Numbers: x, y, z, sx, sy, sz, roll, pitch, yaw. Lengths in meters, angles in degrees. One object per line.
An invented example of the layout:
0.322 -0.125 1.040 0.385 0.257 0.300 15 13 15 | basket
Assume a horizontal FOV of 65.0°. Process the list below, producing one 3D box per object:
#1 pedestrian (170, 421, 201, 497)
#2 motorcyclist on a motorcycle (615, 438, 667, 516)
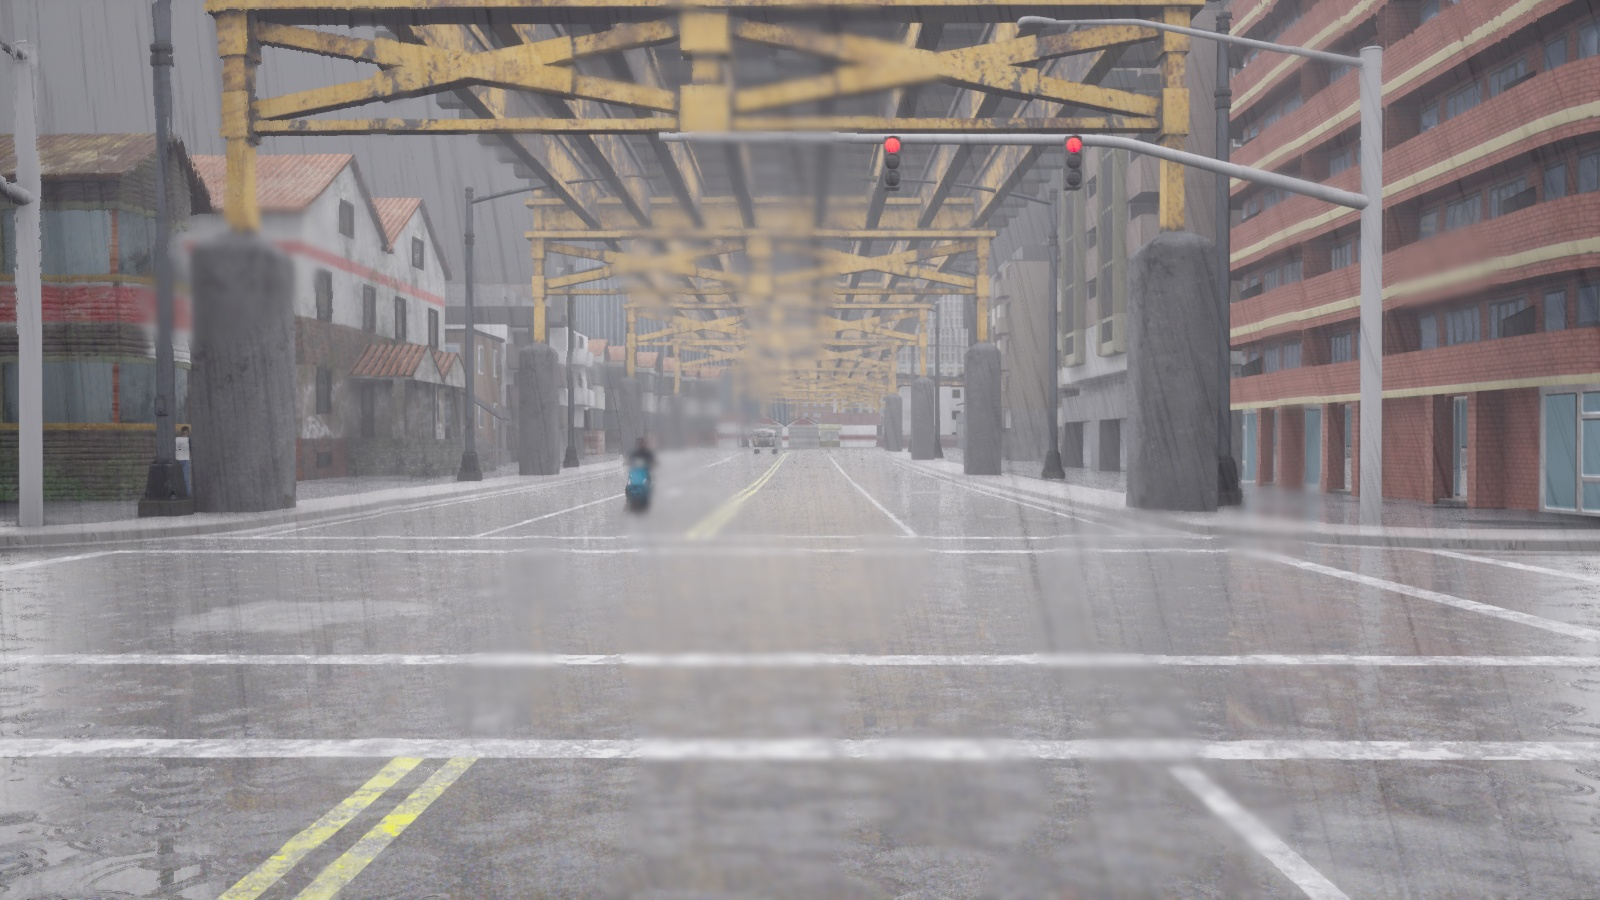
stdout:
-15.034 0.226 30.720 0.354 1.836 0.706 0 0 7 | pedestrian
-3.340 0.547 26.576 0.866 1.590 1.817 0 0 0 | motorcyclist on a motorcycle
